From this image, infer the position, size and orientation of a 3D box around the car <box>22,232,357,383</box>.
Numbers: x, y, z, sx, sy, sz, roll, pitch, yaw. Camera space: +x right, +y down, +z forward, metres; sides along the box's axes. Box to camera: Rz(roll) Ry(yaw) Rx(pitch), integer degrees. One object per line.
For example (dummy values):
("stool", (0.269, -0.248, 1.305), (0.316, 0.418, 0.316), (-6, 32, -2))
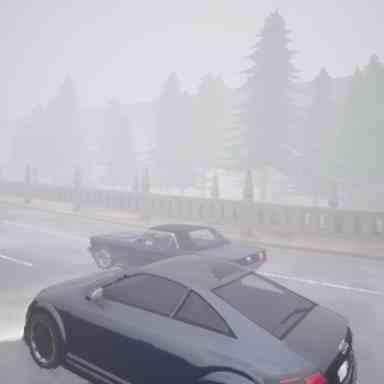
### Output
("car", (-0.258, 1.530, 4.176), (4.181, 1.385, 1.994), (1, 1, 35))

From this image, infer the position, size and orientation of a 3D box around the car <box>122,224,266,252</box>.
("car", (-0.597, 1.497, 8.717), (4.718, 1.301, 1.895), (2, 1, 35))
